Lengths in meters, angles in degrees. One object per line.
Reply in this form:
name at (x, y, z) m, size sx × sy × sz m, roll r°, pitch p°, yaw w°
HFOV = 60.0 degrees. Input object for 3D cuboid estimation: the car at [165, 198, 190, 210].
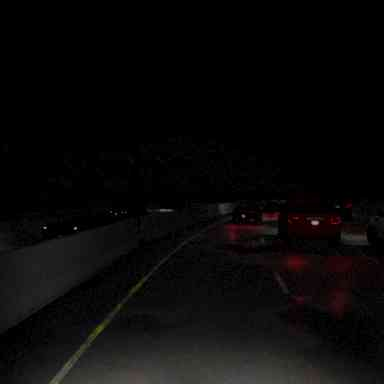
car at (-2.061, 1.692, 47.741) m, size 1.837 × 1.490 × 4.892 m, roll 0°, pitch -1°, yaw 27°

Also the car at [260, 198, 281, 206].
car at (14.377, 1.791, 60.699) m, size 1.812 × 1.442 × 4.674 m, roll 0°, pitch 0°, yaw 38°

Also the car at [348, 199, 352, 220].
car at (13.071, 1.363, 30.026) m, size 2.150 × 2.045 × 5.566 m, roll 0°, pitch 0°, yaw 21°

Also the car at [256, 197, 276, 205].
car at (14.974, 1.754, 66.935) m, size 1.882 × 1.535 × 5.008 m, roll 0°, pitch 0°, yaw 41°

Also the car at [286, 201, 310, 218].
car at (10.659, 1.655, 33.261) m, size 1.837 × 1.490 × 4.892 m, roll 0°, pitch 0°, yaw 22°

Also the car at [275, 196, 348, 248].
car at (5.287, 1.293, 15.501) m, size 2.150 × 2.045 × 5.566 m, roll 0°, pitch 0°, yaw 11°

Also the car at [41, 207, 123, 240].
car at (-5.368, 1.658, 16.631) m, size 1.895 × 1.301 × 4.718 m, roll 0°, pitch 0°, yaw 10°

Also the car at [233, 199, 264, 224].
car at (4.451, 1.590, 26.316) m, size 1.882 × 1.535 × 5.008 m, roll 0°, pitch 0°, yaw 17°

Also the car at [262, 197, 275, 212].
car at (10.246, 1.670, 40.674) m, size 2.128 × 1.511 × 4.902 m, roll 0°, pitch 0°, yaw 26°

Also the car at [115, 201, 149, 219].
car at (-5.585, 1.615, 30.055) m, size 1.837 × 1.490 × 4.892 m, roll 0°, pitch 0°, yaw 19°

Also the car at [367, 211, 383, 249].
car at (8.168, 1.283, 11.727) m, size 2.150 × 2.045 × 5.566 m, roll 0°, pitch 0°, yaw 8°
